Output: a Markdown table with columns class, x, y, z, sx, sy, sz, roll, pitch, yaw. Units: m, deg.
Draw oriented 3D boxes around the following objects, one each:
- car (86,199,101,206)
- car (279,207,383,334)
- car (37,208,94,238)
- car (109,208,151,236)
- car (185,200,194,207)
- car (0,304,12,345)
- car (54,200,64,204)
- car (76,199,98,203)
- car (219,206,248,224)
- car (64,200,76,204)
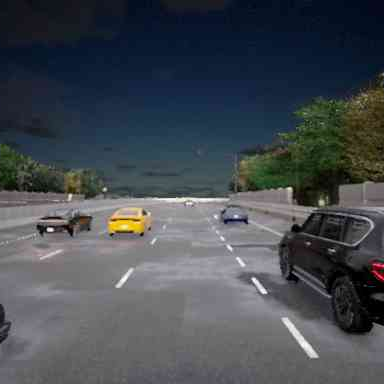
| class | x | y | z | sx | sy | sz | roll | pitch | yaw |
| --- | --- | --- | --- | --- | --- | --- | --- | --- | --- |
| car | -21.629 | 2.334 | 72.959 | 1.837 | 1.490 | 4.892 | 0 | -1 | 0 |
| car | 3.540 | 1.310 | 7.043 | 2.150 | 2.045 | 5.566 | 0 | 0 | 0 |
| car | -7.064 | 1.681 | 18.982 | 2.128 | 1.511 | 4.902 | 0 | -1 | 0 |
| car | -3.571 | 1.681 | 19.911 | 1.882 | 1.535 | 5.008 | 0 | 0 | 0 |
| car | -0.610 | 2.429 | 70.799 | 1.895 | 1.301 | 4.718 | 0 | -1 | 0 |
| car | -3.417 | 1.569 | 2.158 | 2.033 | 1.411 | 5.357 | 0 | -1 | 0 |
| car | -28.633 | 2.425 | 73.284 | 1.895 | 1.301 | 4.718 | 0 | -1 | 0 |
| car | -18.066 | 2.088 | 58.104 | 1.812 | 1.442 | 4.674 | 0 | -1 | 0 |
| car | 3.364 | 1.839 | 27.269 | 1.994 | 1.385 | 4.181 | 0 | 0 | 0 |
| car | -25.122 | 2.352 | 72.095 | 2.033 | 1.411 | 5.357 | 0 | -1 | 0 |
